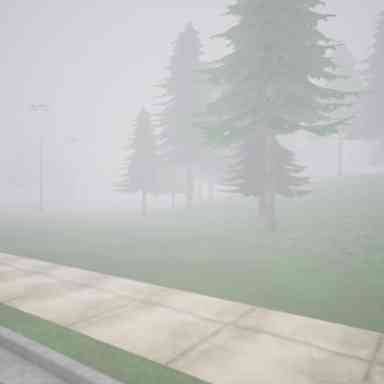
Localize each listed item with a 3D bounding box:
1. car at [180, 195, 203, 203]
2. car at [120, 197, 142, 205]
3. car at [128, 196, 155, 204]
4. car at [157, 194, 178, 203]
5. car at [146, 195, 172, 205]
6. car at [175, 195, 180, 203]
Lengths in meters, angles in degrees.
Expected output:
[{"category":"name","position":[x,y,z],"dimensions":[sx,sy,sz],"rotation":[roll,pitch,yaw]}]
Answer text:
[{"category":"car","position":[0.383,1.412,67.814],"dimensions":[2.097,1.767,4.553],"rotation":[0,0,36]},{"category":"car","position":[-10.294,1.614,59.092],"dimensions":[2.033,1.411,5.357],"rotation":[0,0,37]},{"category":"car","position":[-9.919,1.619,65.508],"dimensions":[2.033,1.411,5.357],"rotation":[0,0,37]},{"category":"car","position":[-5.274,1.416,71.937],"dimensions":[2.097,1.767,4.553],"rotation":[0,0,36]},{"category":"car","position":[-6.110,1.661,58.830],"dimensions":[1.895,1.301,4.718],"rotation":[0,0,37]},{"category":"car","position":[-2.445,1.411,69.876],"dimensions":[2.097,1.767,4.553],"rotation":[0,0,36]}]
